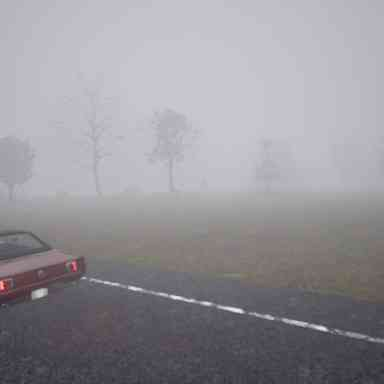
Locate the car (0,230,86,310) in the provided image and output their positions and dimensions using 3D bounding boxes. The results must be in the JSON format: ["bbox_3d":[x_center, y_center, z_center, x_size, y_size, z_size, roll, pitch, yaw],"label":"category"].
[{"bbox_3d":[-4.458,1.482,6.976,4.718,1.301,1.895,-1,3,34],"label":"car"}]
